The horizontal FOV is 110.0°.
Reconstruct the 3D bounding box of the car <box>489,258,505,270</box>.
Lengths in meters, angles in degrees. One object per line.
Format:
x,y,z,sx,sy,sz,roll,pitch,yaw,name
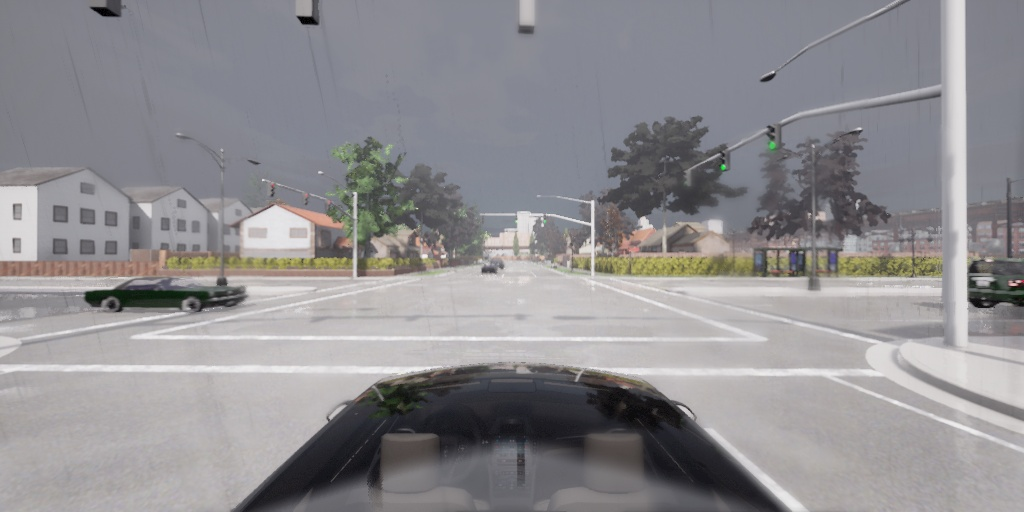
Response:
-2.651,1.305,61.362,2.150,2.045,5.566,0,0,1,car

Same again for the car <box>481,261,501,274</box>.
-2.805,1.593,44.736,1.895,1.301,4.718,0,0,0,car

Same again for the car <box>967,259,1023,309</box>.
19.821,1.151,12.997,5.566,2.045,2.150,1,0,1,car

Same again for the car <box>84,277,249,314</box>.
-12.813,1.441,13.534,4.718,1.301,1.895,0,0,1,car
